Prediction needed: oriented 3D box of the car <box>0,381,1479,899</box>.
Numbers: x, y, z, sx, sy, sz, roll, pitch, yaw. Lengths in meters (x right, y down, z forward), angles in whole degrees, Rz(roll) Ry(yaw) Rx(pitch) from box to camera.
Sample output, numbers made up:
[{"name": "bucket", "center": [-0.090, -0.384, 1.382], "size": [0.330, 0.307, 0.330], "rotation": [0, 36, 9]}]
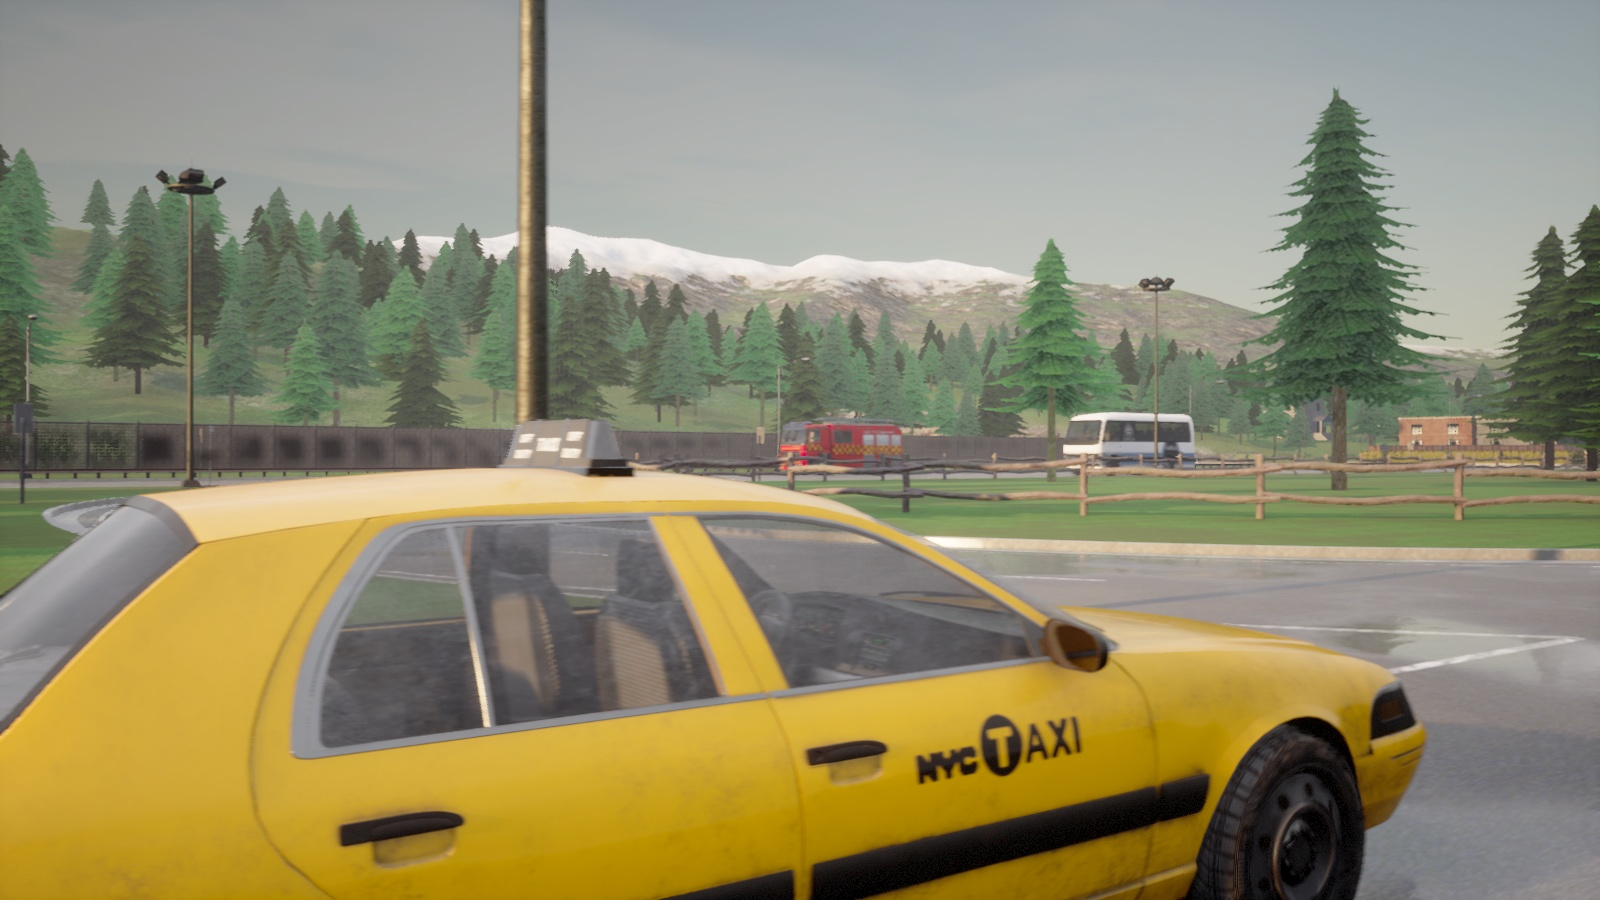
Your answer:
[{"name": "car", "center": [-0.501, 0.693, 3.310], "size": [5.366, 1.575, 1.801], "rotation": [0, 0, -35]}]

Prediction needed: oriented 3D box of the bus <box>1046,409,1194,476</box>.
[{"name": "bus", "center": [21.635, -0.485, 84.554], "size": [10.273, 4.253, 3.944], "rotation": [0, 0, -35]}]

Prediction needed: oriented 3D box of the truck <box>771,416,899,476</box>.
[{"name": "truck", "center": [2.397, -0.230, 83.893], "size": [8.468, 3.827, 2.891], "rotation": [0, 0, -35]}]
